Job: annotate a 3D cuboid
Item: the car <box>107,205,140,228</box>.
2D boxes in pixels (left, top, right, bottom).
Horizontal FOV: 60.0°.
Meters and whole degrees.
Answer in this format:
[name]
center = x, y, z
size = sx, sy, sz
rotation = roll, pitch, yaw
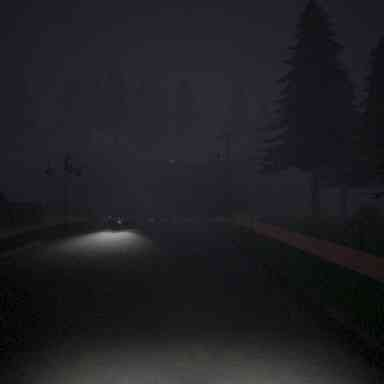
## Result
[car]
center = -4.945, 1.754, 24.453
size = 2.128, 1.511, 4.902
rotation = 0, -1, -4
